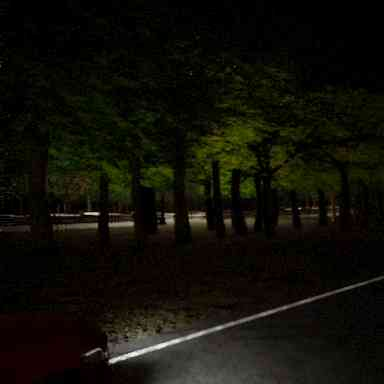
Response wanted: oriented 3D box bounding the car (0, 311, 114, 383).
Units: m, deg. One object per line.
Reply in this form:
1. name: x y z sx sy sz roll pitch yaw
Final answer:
1. car: -3.044 1.731 2.929 4.674 1.442 1.812 1 -3 -37
